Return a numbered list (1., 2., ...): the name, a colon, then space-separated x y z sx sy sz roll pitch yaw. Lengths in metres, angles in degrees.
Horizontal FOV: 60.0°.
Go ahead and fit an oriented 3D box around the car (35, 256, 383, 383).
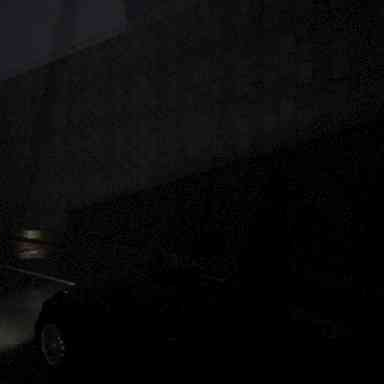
1. car: 0.063 1.526 3.943 4.674 1.442 1.812 0 0 35
